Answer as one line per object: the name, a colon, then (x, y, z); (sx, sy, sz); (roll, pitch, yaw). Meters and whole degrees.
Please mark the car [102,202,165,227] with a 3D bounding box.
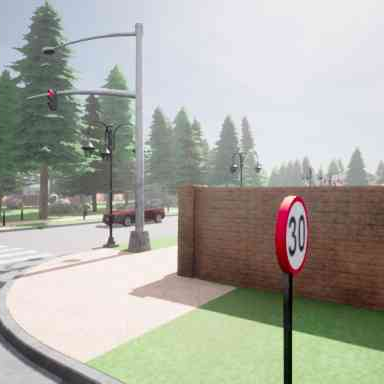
car: (-3.943, 1.463, 23.091); (1.882, 1.535, 5.008); (0, 0, 34)
